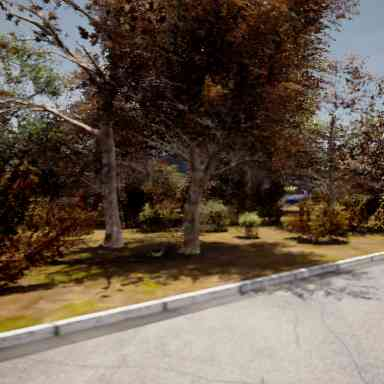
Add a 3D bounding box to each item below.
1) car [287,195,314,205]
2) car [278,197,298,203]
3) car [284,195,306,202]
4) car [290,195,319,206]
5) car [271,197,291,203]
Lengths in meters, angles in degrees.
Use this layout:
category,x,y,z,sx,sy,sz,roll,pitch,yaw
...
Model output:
category,x,y,z,sx,sy,sz,roll,pitch,yaw
car,22.287,1.807,70.858,2.435,2.045,5.566,0,0,-36
car,25.791,2.010,89.414,2.231,1.521,4.892,0,0,-35
car,28.094,1.754,91.020,2.435,2.045,5.566,0,0,-36
car,24.452,1.794,72.406,2.435,2.045,5.566,0,0,-36
car,23.501,2.045,87.807,2.163,1.488,4.792,0,0,-36
